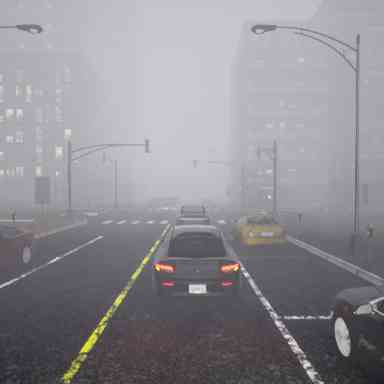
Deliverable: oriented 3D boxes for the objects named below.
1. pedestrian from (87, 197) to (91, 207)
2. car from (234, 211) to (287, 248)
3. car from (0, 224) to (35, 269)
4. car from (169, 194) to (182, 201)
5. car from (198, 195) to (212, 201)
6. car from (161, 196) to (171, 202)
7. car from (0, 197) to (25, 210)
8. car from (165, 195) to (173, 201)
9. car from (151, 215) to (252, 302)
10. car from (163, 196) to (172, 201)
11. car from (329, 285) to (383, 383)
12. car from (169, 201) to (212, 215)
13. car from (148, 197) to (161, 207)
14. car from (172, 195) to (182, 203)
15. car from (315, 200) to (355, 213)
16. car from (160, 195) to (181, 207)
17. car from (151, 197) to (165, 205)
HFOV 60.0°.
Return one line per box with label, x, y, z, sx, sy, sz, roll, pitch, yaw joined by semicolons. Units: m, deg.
pedestrian;-12.632;1.200;40.830;0.375;1.300;0.375;0;0;1
car;2.778;1.521;14.554;1.752;1.417;4.829;-1;0;0
car;-5.849;1.542;8.780;1.887;1.381;4.507;-1;0;0
car;-3.195;1.479;60.341;2.128;1.511;4.902;0;0;0
car;2.559;1.539;57.994;2.008;1.369;4.403;-1;0;0
car;-5.855;1.531;74.940;1.887;1.381;4.507;-1;0;0
car;-21.738;1.275;37.965;4.829;1.417;1.752;0;0;1
car;-5.879;1.530;86.249;1.887;1.381;4.507;-1;0;0
car;0.083;1.523;8.102;1.812;1.442;4.674;0;0;0
car;-5.866;1.568;80.594;1.802;1.307;4.206;-1;0;0
car;2.801;1.550;3.096;2.008;1.369;4.403;-1;0;0
car;0.053;1.487;18.177;2.128;1.511;4.902;0;0;0
car;-5.809;1.514;52.152;1.752;1.417;4.829;-1;0;0
car;-3.143;1.487;70.538;1.837;1.490;4.892;0;0;0
car;16.238;1.623;37.545;4.403;1.369;2.008;0;0;1
car;-3.195;1.537;50.390;2.033;1.411;5.357;0;0;0
car;-5.821;1.554;57.976;1.947;1.339;4.313;-1;0;0
